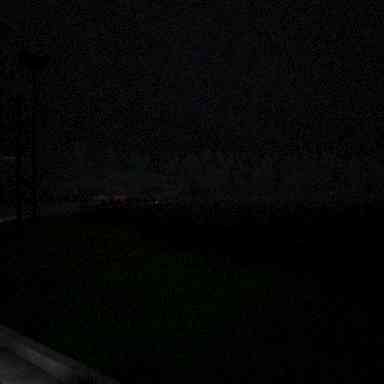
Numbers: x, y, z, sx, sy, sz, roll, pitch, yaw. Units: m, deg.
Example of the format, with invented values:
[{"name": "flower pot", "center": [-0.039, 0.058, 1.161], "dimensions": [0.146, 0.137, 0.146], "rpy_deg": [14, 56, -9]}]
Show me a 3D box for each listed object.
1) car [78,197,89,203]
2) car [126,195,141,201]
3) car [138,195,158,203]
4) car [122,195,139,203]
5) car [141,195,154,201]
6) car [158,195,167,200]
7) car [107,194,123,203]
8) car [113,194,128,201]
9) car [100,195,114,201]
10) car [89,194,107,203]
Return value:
[{"name": "car", "center": [-23.164, 1.700, 73.422], "dimensions": [2.033, 1.411, 5.357], "rpy_deg": [0, 0, 10]}, {"name": "car", "center": [-14.433, 1.474, 82.441], "dimensions": [1.882, 1.535, 5.008], "rpy_deg": [0, 0, 10]}, {"name": "car", "center": [-9.311, 1.680, 71.358], "dimensions": [1.994, 1.385, 4.181], "rpy_deg": [0, 0, 10]}, {"name": "car", "center": [-12.745, 1.481, 72.040], "dimensions": [2.097, 1.767, 4.553], "rpy_deg": [0, 0, 10]}, {"name": "car", "center": [-10.988, 1.540, 81.822], "dimensions": [1.994, 1.385, 4.181], "rpy_deg": [0, 0, 10]}, {"name": "car", "center": [-7.544, 1.457, 81.204], "dimensions": [1.882, 1.535, 5.008], "rpy_deg": [0, 0, 10]}, {"name": "car", "center": [-16.195, 1.740, 72.624], "dimensions": [1.895, 1.301, 4.718], "rpy_deg": [0, 0, 10]}, {"name": "car", "center": [-17.884, 1.360, 83.030], "dimensions": [2.097, 1.767, 4.553], "rpy_deg": [0, 0, 10]}, {"name": "car", "center": [-21.323, 1.538, 83.678], "dimensions": [1.812, 1.442, 4.674], "rpy_deg": [0, 0, 10]}, {"name": "car", "center": [-19.714, 1.367, 72.833], "dimensions": [2.150, 2.045, 5.566], "rpy_deg": [0, 0, 10]}]
